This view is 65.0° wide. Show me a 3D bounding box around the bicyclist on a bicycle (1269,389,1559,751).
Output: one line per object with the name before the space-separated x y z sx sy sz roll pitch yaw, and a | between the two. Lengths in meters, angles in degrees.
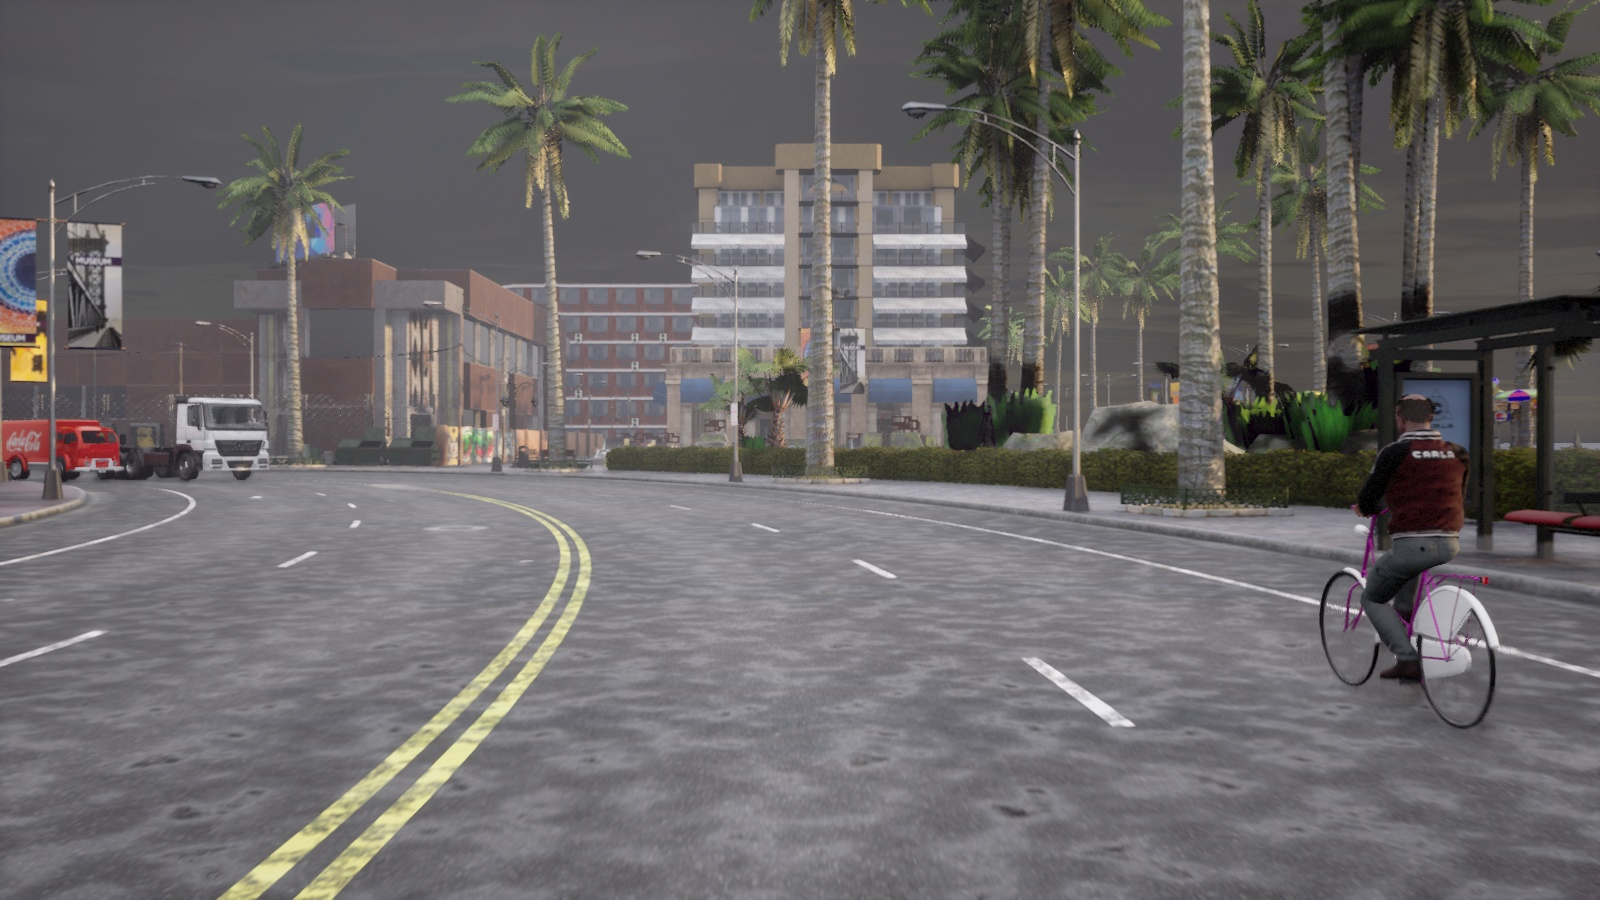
bicyclist on a bicycle | 3.365 0.580 7.099 0.659 1.776 1.843 0 1 -3

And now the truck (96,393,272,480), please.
truck | -25.980 -0.554 52.871 7.936 3.462 2.891 0 0 32

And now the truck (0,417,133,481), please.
truck | -30.106 -0.053 51.329 5.204 2.467 2.627 0 0 29
